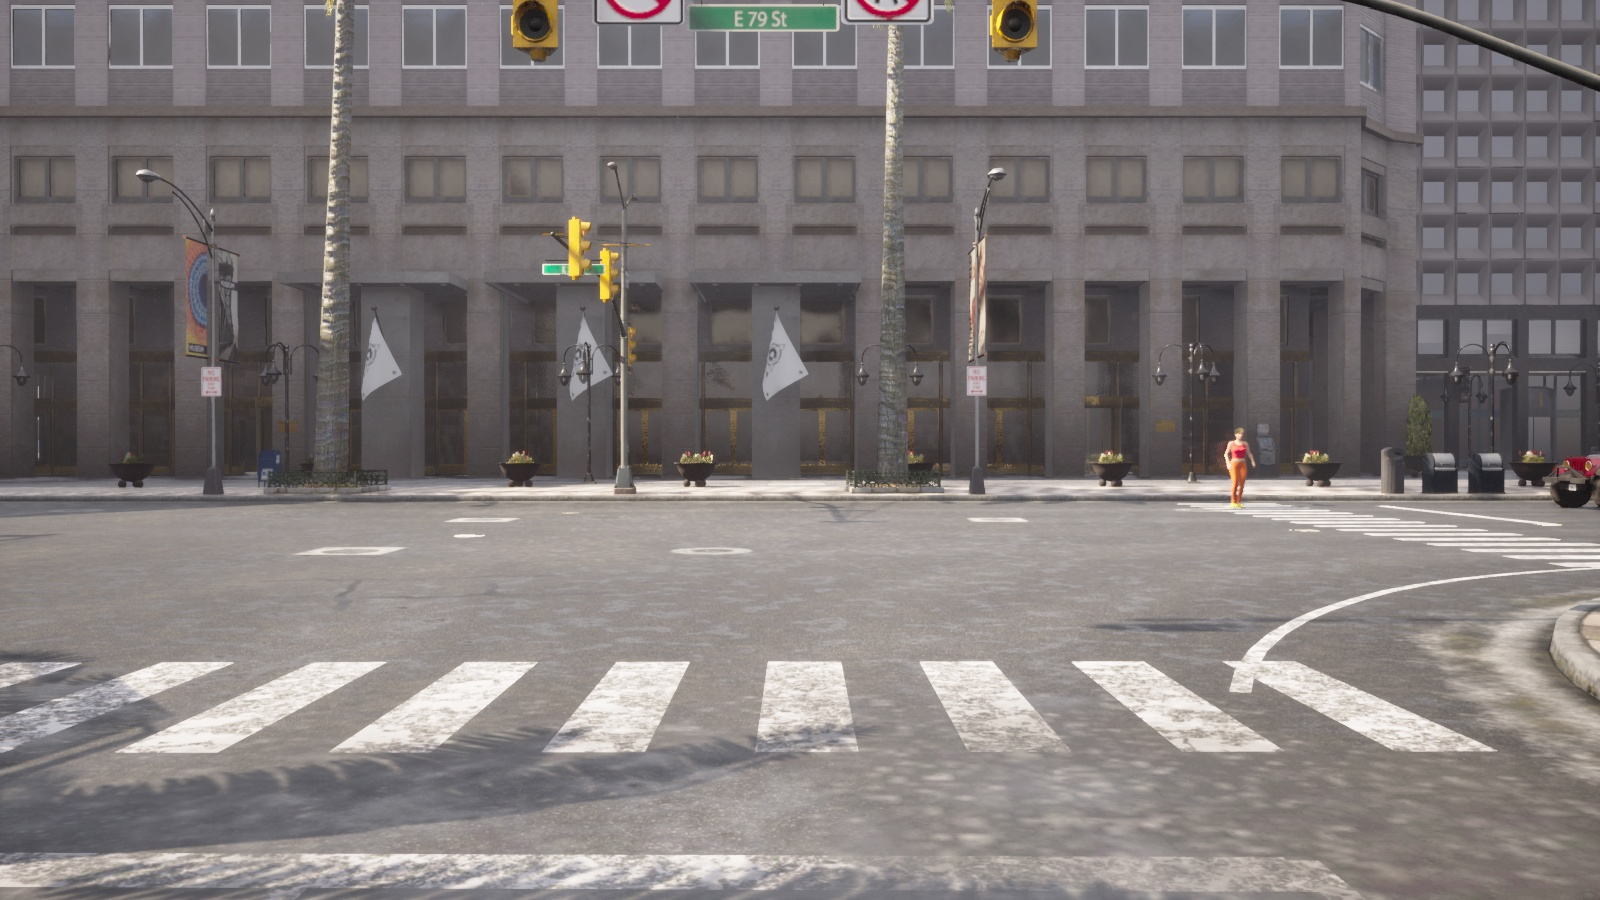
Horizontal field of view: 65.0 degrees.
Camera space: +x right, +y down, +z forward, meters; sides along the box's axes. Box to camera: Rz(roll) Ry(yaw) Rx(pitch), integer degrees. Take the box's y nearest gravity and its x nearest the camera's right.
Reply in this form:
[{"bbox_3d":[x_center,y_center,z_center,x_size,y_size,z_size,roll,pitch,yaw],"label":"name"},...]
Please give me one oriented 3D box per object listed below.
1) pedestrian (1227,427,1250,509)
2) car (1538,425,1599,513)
[{"bbox_3d":[9.854,0.402,28.218,0.345,1.836,0.594,0,0,3],"label":"pedestrian"},{"bbox_3d":[18.784,0.401,27.708,3.866,1.878,1.905,0,0,1],"label":"car"}]
